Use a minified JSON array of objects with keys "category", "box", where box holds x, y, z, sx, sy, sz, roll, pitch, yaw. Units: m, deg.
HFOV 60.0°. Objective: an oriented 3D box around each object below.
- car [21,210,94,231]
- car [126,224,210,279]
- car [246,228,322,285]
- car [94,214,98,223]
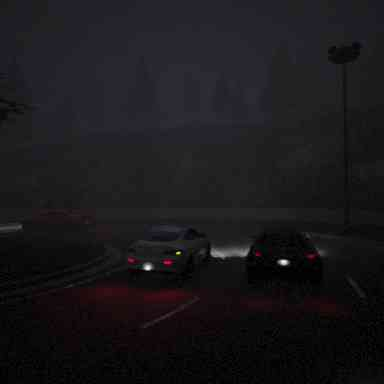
[{"category":"car","box":[-10.579,2.148,25.750,5.008,1.535,1.882,0,-2,3]},{"category":"car","box":[-0.613,1.793,10.999,1.812,1.442,4.674,0,-1,14]},{"category":"car","box":[2.761,1.797,10.363,1.994,1.385,4.181,0,-1,13]},{"category":"car","box":[-11.091,2.304,29.336,5.357,1.411,2.033,0,-1,-2]}]
